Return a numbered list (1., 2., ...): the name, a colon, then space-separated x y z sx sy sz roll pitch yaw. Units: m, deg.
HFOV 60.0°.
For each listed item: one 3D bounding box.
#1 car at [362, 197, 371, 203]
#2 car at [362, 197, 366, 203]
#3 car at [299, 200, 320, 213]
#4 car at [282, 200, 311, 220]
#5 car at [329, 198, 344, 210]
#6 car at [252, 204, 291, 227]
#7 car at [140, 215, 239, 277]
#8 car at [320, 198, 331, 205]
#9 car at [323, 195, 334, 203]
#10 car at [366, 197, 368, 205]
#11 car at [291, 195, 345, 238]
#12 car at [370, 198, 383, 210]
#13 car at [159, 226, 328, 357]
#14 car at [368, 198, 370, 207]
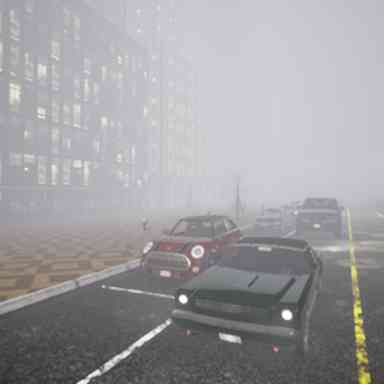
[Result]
1. car: 42.693 1.986 81.492 1.887 1.381 4.507 0 0 25
2. car: 35.713 1.895 66.466 1.887 1.381 4.507 0 0 25
3. car: 14.151 1.735 39.945 1.947 1.339 4.313 0 0 25
4. car: 9.498 1.560 29.929 1.967 1.590 4.097 0 0 25
5. car: 21.453 1.706 49.267 1.882 1.535 5.008 0 0 25
6. car: 4.843 1.624 19.910 2.008 1.369 4.403 0 0 25
7. car: 0.190 1.467 9.894 1.967 1.590 4.097 0 0 25
8. car: 28.113 1.901 69.998 1.947 1.339 4.313 0 0 25
9. car: 32.766 1.710 80.016 2.192 1.841 5.009 0 0 25
10. car: 31.130 1.818 56.603 1.752 1.417 4.829 0 0 25
11. car: 7.205 1.298 18.598 2.150 2.045 5.566 0 0 25
12. car: 26.406 1.802 46.431 1.947 1.339 4.313 0 0 25
13. car: 1.422 1.622 6.384 1.895 1.301 4.718 0 0 25
14. car: 28.804 1.790 51.593 1.752 1.417 4.829 0 0 25
